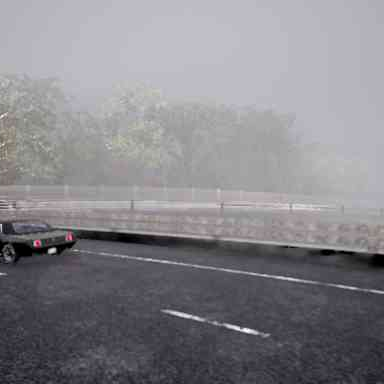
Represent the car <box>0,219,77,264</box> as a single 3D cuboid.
[{"bbox_3d":[-6.445,1.609,11.794,4.718,1.301,1.895,0,0,29],"label":"car"}]
